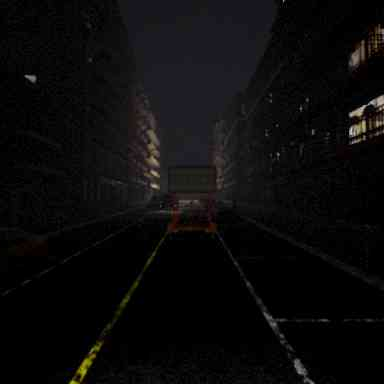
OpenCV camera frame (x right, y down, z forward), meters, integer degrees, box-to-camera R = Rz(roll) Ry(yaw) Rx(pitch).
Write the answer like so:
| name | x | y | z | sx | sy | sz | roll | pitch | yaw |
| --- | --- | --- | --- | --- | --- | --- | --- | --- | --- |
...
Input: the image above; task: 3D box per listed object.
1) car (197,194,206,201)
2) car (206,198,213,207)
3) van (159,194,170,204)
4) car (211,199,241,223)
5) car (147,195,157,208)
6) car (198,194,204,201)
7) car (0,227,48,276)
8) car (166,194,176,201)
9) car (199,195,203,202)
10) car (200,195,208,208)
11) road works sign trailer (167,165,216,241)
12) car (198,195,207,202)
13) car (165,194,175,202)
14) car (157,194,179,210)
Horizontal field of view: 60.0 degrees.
| name | x | y | z | sx | sy | sz | roll | pitch | yaw |
| --- | --- | --- | --- | --- | --- | --- | --- | --- | --- |
| car | 2.539 | 1.427 | 91.396 | 2.192 | 1.841 | 5.009 | 1 | 0 | 0 |
| car | 2.580 | 1.515 | 30.728 | 1.752 | 1.417 | 4.829 | 1 | 0 | 0 |
| van | -5.302 | 1.374 | 63.800 | 1.690 | 1.788 | 3.998 | 2 | 0 | 0 |
| car | 2.580 | 1.533 | 25.026 | 1.887 | 1.381 | 4.507 | 1 | 0 | 0 |
| car | -5.303 | 1.531 | 47.040 | 1.752 | 1.417 | 4.829 | 2 | 0 | 0 |
| car | 2.572 | 1.591 | 69.272 | 1.887 | 1.381 | 4.507 | 1 | 0 | 0 |
| car | -5.295 | 1.517 | 8.333 | 1.752 | 1.417 | 4.829 | 2 | 0 | 0 |
| car | -5.306 | 1.409 | 85.923 | 2.192 | 1.841 | 5.009 | 1 | 0 | 0 |
| car | 2.575 | 1.564 | 52.680 | 2.008 | 1.369 | 4.403 | 1 | 0 | 0 |
| car | 2.576 | 1.551 | 47.148 | 1.887 | 1.381 | 4.507 | 1 | 0 | 0 |
| road works sign trailer | -0.013 | 0.452 | 16.696 | 2.380 | 3.560 | 2.880 | 0 | 0 | 0 |
| car | 2.580 | 1.517 | 80.334 | 1.967 | 1.590 | 4.097 | 1 | 0 | 0 |
| car | -5.305 | 1.392 | 80.393 | 2.192 | 1.841 | 5.009 | 1 | 0 | 0 |
| car | -2.850 | 1.221 | 42.444 | 2.150 | 2.045 | 5.566 | 0 | 0 | 0 |
